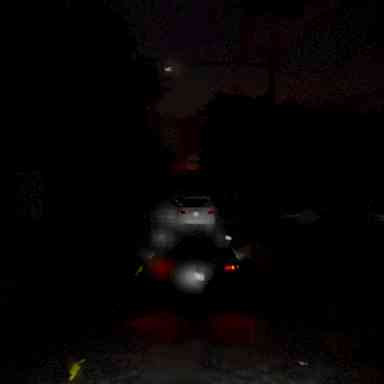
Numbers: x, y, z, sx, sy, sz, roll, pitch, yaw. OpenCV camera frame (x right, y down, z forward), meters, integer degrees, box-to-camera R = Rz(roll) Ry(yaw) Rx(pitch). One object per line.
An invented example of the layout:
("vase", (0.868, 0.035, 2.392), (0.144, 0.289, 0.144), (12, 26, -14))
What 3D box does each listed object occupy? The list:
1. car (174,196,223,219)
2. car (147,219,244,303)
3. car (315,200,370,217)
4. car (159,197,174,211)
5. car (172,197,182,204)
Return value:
("car", (0.595, 1.288, 20.888), (2.150, 2.045, 5.566), (0, 0, 8))
("car", (0.079, 1.596, 8.327), (1.994, 1.385, 4.181), (0, 0, 0))
("car", (13.554, 1.428, 30.075), (4.674, 1.442, 1.812), (-1, 1, 2))
("car", (-3.149, 1.691, 42.685), (1.895, 1.301, 4.718), (1, 0, 0))
("car", (-3.093, 1.670, 68.402), (1.895, 1.301, 4.718), (0, 0, 0))
